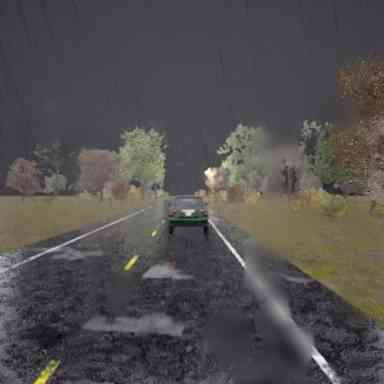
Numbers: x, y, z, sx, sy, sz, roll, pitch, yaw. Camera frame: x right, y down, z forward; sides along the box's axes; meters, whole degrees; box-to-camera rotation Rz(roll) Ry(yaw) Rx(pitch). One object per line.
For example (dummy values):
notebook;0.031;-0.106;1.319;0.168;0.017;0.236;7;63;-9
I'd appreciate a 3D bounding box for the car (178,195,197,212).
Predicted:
car;-0.560;1.297;39.453;2.097;1.767;4.553;0;0;-1

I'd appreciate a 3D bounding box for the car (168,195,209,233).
car;-0.222;1.190;19.522;2.150;2.045;5.566;0;0;-1
